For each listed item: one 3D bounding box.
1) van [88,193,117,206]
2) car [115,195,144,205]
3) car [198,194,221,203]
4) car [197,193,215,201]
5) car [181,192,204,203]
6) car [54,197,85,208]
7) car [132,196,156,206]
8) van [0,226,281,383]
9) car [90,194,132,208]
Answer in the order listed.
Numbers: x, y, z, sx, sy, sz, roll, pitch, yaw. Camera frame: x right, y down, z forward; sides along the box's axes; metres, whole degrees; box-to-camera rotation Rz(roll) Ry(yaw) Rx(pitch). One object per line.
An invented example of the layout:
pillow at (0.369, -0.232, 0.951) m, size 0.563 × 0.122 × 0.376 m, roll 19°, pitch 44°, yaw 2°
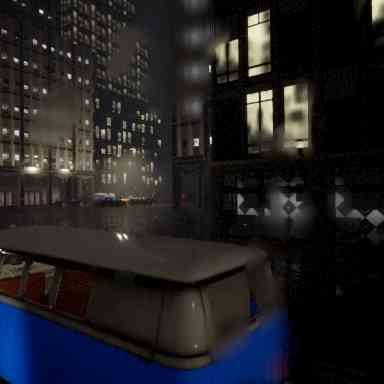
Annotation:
van at (-13.539, 1.136, 50.500) m, size 1.690 × 1.788 × 3.998 m, roll 0°, pitch 0°, yaw 36°
car at (-10.306, 1.278, 54.914) m, size 1.752 × 1.417 × 4.829 m, roll 0°, pitch 0°, yaw 36°
car at (3.238, 1.101, 59.230) m, size 2.008 × 1.369 × 4.403 m, roll 0°, pitch 0°, yaw 36°
car at (3.121, 1.016, 73.256) m, size 1.967 × 1.590 × 4.097 m, roll 0°, pitch 0°, yaw 36°
car at (-0.094, 0.909, 54.680) m, size 2.192 × 1.841 × 5.009 m, roll 0°, pitch 0°, yaw 36°
car at (-16.868, 1.403, 45.949) m, size 1.947 × 1.339 × 4.313 m, roll 0°, pitch 0°, yaw 36°
car at (-6.753, 1.230, 45.582) m, size 2.008 × 1.369 × 4.403 m, roll 0°, pitch 0°, yaw 36°
van at (-1.051, 1.342, 3.640) m, size 3.998 × 1.788 × 1.690 m, roll 0°, pitch -1°, yaw 36°
car at (-10.083, 1.267, 41.033) m, size 1.887 × 1.381 × 4.507 m, roll 0°, pitch 0°, yaw 36°
